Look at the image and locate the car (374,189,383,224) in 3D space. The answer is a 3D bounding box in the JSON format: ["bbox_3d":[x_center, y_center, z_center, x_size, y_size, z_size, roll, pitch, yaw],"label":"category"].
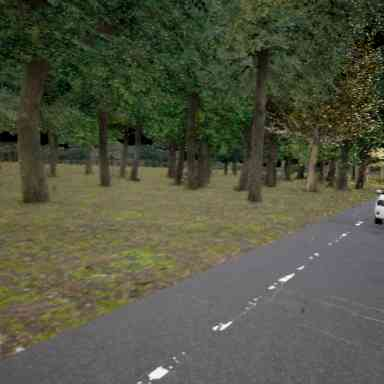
[{"bbox_3d":[10.492,0.502,16.366,2.150,2.045,5.566,6,5,34],"label":"car"}]
